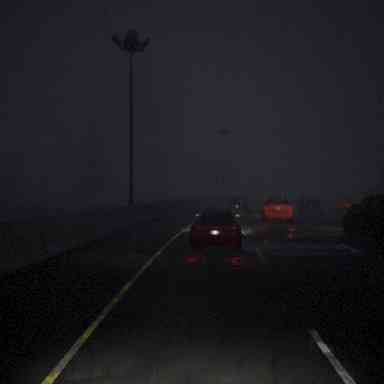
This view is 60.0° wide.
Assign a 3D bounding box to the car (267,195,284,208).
[{"bbox_3d":[10.169,1.121,40.321,1.812,1.442,4.674,0,1,17],"label":"car"}]

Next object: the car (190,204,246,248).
[{"bbox_3d":[1.057,1.418,14.050,1.994,1.385,4.181,0,1,6],"label":"car"}]

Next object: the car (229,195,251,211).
[{"bbox_3d":[5.115,1.142,35.569,1.837,1.490,4.892,0,1,15],"label":"car"}]

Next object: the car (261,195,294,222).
[{"bbox_3d":[6.128,1.108,24.250,2.097,1.767,4.553,0,1,10],"label":"car"}]

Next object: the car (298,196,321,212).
[{"bbox_3d":[11.877,1.144,33.781,1.882,1.535,5.008,0,1,15],"label":"car"}]

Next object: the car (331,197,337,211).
[{"bbox_3d":[15.745,1.141,34.647,1.882,1.535,5.008,0,1,16],"label":"car"}]

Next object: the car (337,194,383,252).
[{"bbox_3d":[7.965,1.094,13.335,2.150,2.045,5.566,0,1,6],"label":"car"}]
